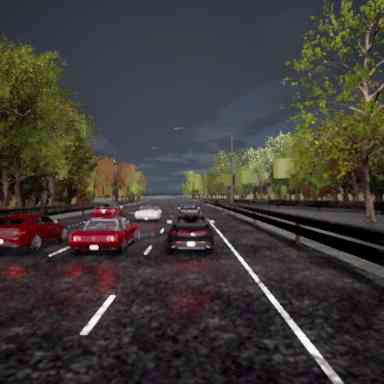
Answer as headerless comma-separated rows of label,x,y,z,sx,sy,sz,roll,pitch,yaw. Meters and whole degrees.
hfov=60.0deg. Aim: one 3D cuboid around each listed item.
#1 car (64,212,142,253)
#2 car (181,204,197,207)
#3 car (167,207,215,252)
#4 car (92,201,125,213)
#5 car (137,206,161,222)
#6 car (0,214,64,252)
car,-3.552,1.737,14.261,1.895,1.301,4.718,0,-1,0
car,-0.257,1.781,29.568,2.128,1.511,4.902,0,0,-1
car,-0.051,1.646,14.480,1.837,1.490,4.892,0,0,0
car,-7.253,1.636,29.223,2.097,1.767,4.553,0,-1,-1
car,-3.756,1.887,29.310,1.895,1.301,4.718,0,-1,-1
car,-7.050,1.665,14.502,1.812,1.442,4.674,0,0,0
